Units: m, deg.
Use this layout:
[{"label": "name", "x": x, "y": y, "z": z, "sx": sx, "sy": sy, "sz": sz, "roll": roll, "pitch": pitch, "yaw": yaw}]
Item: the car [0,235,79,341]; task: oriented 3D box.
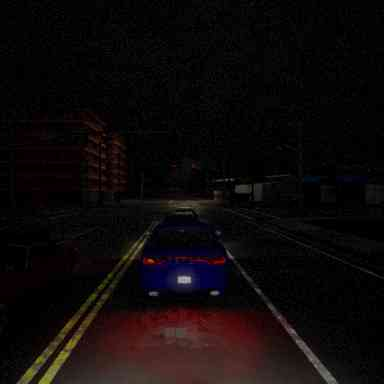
[{"label": "car", "x": -3.797, "y": 1.601, "z": 6.400, "sx": 1.895, "sy": 1.301, "sz": 4.718, "roll": 0, "pitch": 0, "yaw": -2}]

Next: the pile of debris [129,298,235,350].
[{"label": "pile of debris", "x": -0.175, "y": 2.175, "z": 5.675, "sx": 1.500, "sy": 0.140, "sz": 1.860, "roll": 0, "pitch": 0, "yaw": -2}]

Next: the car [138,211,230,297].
[{"label": "car", "x": -0.216, "y": 1.478, "z": 8.646, "sx": 1.882, "sy": 1.535, "sz": 5.008, "roll": 0, "pitch": 0, "yaw": -2}]
